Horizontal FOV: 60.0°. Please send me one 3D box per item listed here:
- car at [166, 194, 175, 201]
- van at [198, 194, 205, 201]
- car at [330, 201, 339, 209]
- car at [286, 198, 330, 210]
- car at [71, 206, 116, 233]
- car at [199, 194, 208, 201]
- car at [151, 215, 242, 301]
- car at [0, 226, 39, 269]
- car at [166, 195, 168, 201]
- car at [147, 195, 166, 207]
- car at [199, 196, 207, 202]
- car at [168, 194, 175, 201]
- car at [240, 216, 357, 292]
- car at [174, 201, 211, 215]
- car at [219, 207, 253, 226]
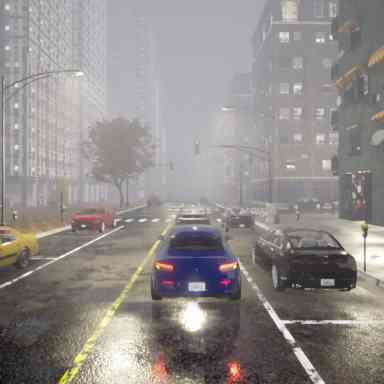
[{"bbox_3d":[-5.867,1.409,90.850,2.192,1.841,5.009,0,0,0],"label":"car"},{"bbox_3d":[2.524,1.424,85.344,1.690,1.788,3.998,0,0,0],"label":"van"},{"bbox_3d":[18.749,1.259,39.310,4.829,1.417,1.752,-1,1,-1],"label":"car"},{"bbox_3d":[13.352,1.359,39.245,4.403,1.369,2.008,-1,1,-1],"label":"car"},{"bbox_3d":[-5.726,1.549,19.802,1.887,1.381,4.507,0,0,0],"label":"car"},{"bbox_3d":[2.547,1.629,74.298,1.947,1.339,4.313,0,0,0],"label":"car"},{"bbox_3d":[0.078,1.526,8.232,1.812,1.442,4.674,0,0,0],"label":"car"},{"bbox_3d":[-5.704,1.526,8.566,1.752,1.417,4.829,0,0,0],"label":"car"},{"bbox_3d":[-5.802,1.607,57.713,1.947,1.339,4.313,0,0,0],"label":"car"},{"bbox_3d":[-5.791,1.349,52.190,2.192,1.841,5.009,0,0,0],"label":"car"},{"bbox_3d":[2.535,1.598,79.990,1.752,1.417,4.829,0,0,0],"label":"car"},{"bbox_3d":[-5.856,1.649,85.328,1.947,1.339,4.313,0,0,0],"label":"car"},{"bbox_3d":[2.676,1.551,8.752,2.008,1.369,4.403,0,0,0],"label":"car"},{"bbox_3d":[0.045,1.495,18.334,2.128,1.511,4.902,0,0,0],"label":"car"},{"bbox_3d":[2.654,1.555,19.818,2.008,1.369,4.403,0,0,0],"label":"car"}]
